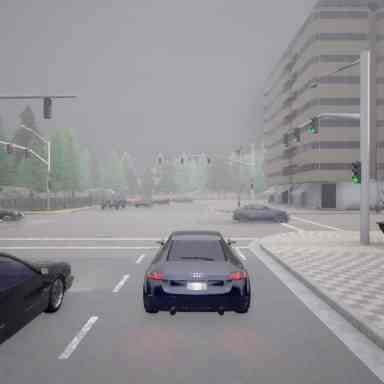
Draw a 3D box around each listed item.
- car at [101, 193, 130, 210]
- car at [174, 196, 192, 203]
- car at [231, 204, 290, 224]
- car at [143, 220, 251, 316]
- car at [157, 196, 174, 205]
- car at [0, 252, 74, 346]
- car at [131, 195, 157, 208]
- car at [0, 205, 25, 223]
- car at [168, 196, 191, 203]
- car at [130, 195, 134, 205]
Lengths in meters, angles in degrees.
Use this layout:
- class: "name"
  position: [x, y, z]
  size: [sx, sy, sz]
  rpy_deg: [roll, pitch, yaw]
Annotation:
- class: "car"
  position: [-10.404, 1.221, 44.430]
  size: [2.150, 2.045, 5.566]
  rpy_deg: [0, 0, 2]
- class: "car"
  position: [-1.674, 1.564, 67.250]
  size: [1.994, 1.385, 4.181]
  rpy_deg: [0, 0, 28]
- class: "car"
  position: [5.009, 1.584, 24.520]
  size: [4.181, 1.385, 1.994]
  rpy_deg: [1, 0, 0]
- class: "car"
  position: [0.094, 1.564, 7.632]
  size: [1.994, 1.385, 4.181]
  rpy_deg: [0, 0, 0]
- class: "car"
  position: [-5.360, 1.478, 57.957]
  size: [1.882, 1.535, 5.008]
  rpy_deg: [0, 0, 15]
- class: "car"
  position: [-3.426, 1.547, 4.599]
  size: [2.033, 1.411, 5.357]
  rpy_deg: [0, 0, 0]
- class: "car"
  position: [-6.828, 1.547, 48.088]
  size: [2.033, 1.411, 5.357]
  rpy_deg: [0, 0, 2]
- class: "car"
  position: [-15.089, 1.564, 24.944]
  size: [4.674, 1.442, 1.812]
  rpy_deg: [-1, 0, -9]
- class: "car"
  position: [-2.658, 1.540, 72.516]
  size: [2.033, 1.411, 5.357]
  rpy_deg: [0, 0, 34]
- class: "car"
  position: [-9.582, 1.352, 53.863]
  size: [2.097, 1.767, 4.553]
  rpy_deg: [0, 0, 8]
